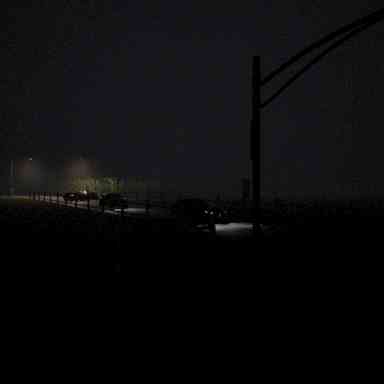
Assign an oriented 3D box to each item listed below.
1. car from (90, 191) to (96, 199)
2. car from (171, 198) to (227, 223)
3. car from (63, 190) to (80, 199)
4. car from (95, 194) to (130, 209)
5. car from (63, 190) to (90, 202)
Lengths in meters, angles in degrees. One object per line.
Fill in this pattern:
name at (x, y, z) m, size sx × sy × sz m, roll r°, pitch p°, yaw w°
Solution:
car at (-16.661, 0.607, 53.592) m, size 2.033 × 1.411 × 5.357 m, roll 0°, pitch 1°, yaw -35°
car at (0.349, 1.179, 22.653) m, size 1.837 × 1.490 × 4.892 m, roll 0°, pitch 1°, yaw -35°
car at (-22.528, 0.360, 62.022) m, size 1.882 × 1.535 × 5.008 m, roll 0°, pitch 1°, yaw -35°
car at (-8.204, 0.928, 34.963) m, size 1.812 × 1.442 × 4.674 m, roll 0°, pitch 1°, yaw -35°
car at (-16.686, 0.684, 47.219) m, size 2.033 × 1.411 × 5.357 m, roll 0°, pitch 1°, yaw -34°
